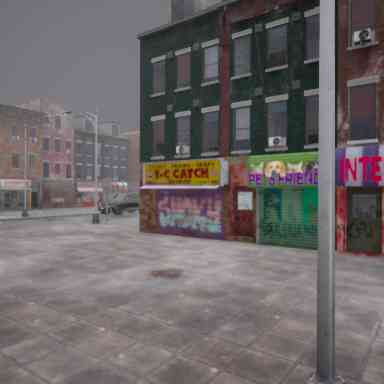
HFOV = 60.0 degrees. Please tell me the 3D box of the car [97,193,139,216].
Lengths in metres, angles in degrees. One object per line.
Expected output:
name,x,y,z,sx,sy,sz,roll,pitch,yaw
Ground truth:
car,-6.283,1.093,31.585,2.150,2.045,5.566,0,0,37
